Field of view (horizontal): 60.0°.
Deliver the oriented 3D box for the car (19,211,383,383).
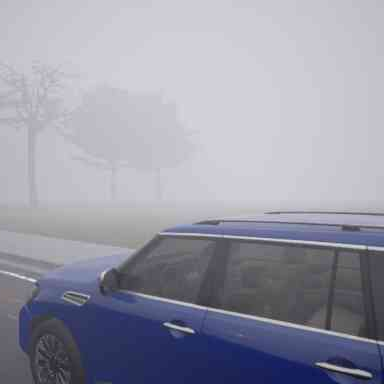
[{"bbox_3d":[0.588,1.222,3.273,5.566,2.045,2.150,0,0,35],"label":"car"}]
